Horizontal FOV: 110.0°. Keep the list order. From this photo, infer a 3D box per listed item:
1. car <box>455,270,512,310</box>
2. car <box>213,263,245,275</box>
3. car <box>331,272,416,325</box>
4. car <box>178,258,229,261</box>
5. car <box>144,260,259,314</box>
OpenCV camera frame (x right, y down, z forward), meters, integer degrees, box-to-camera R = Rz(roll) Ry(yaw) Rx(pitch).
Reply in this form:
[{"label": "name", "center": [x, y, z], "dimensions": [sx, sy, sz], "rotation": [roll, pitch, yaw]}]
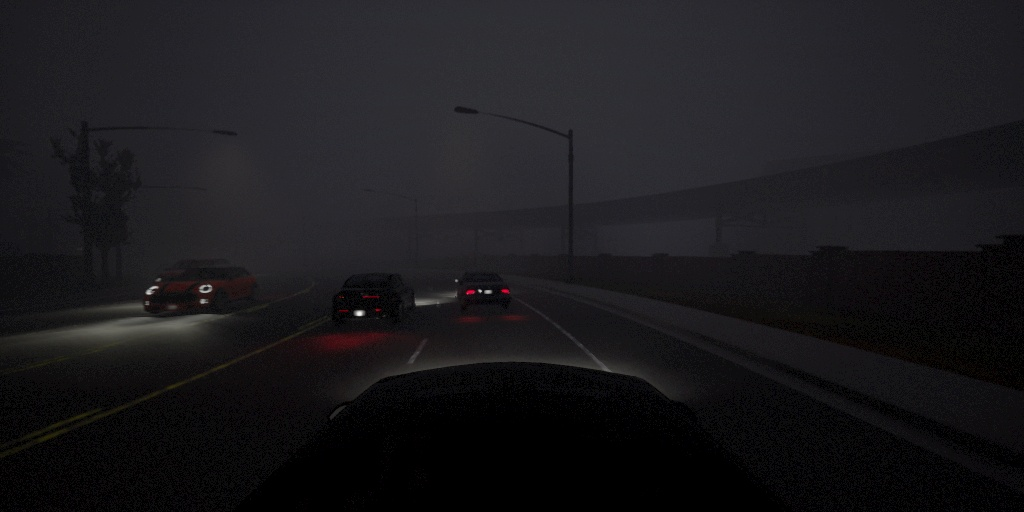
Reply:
[{"label": "car", "center": [-1.314, 1.293, 14.866], "dimensions": [2.033, 1.411, 5.357], "rotation": [0, 0, -11]}, {"label": "car", "center": [-37.861, 1.747, 47.931], "dimensions": [4.892, 1.490, 1.837], "rotation": [0, 1, 32]}, {"label": "car", "center": [-4.410, 1.275, 11.935], "dimensions": [1.837, 1.490, 4.892], "rotation": [0, 0, -8]}, {"label": "car", "center": [-17.640, 1.131, 20.273], "dimensions": [2.150, 2.045, 5.566], "rotation": [0, 0, -23]}, {"label": "car", "center": [-12.217, 1.186, 14.476], "dimensions": [2.097, 1.767, 4.553], "rotation": [-1, 0, -15]}]
